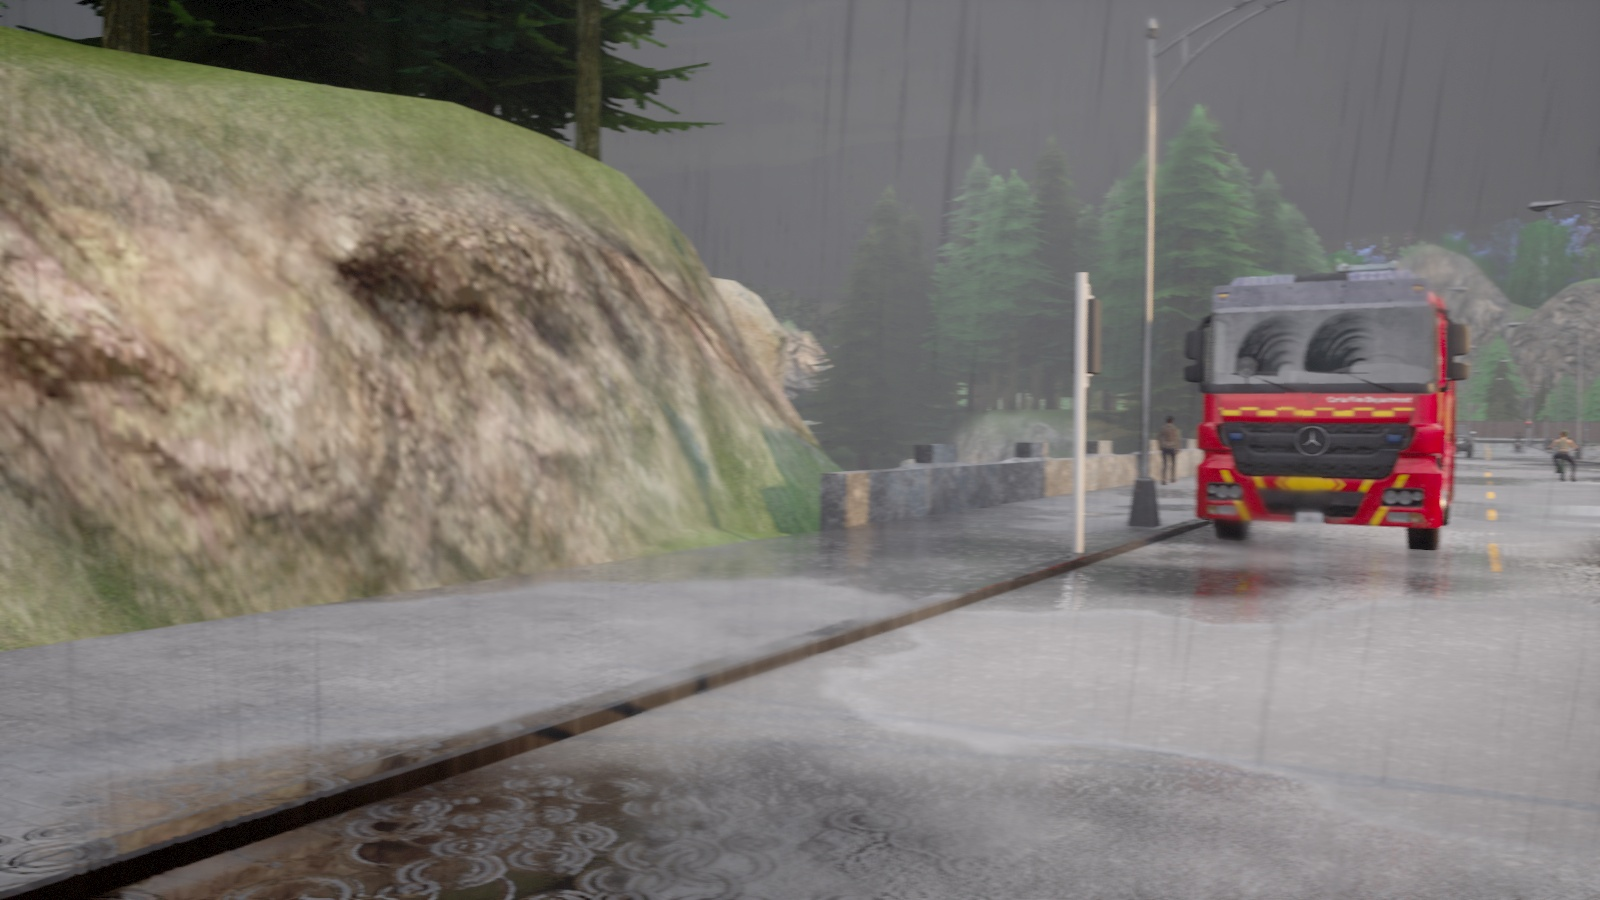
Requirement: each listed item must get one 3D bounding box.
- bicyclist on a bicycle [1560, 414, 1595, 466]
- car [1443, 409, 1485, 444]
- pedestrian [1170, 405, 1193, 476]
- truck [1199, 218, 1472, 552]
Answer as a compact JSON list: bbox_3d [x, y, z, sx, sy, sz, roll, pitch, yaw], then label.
[{"bbox_3d":[24.619,-0.330,39.797,0.866,1.612,1.509,0,1,29],"label":"bicyclist on a bicycle"},{"bbox_3d":[40.769,-1.467,77.023,2.150,2.045,5.566,0,1,29],"label":"car"},{"bbox_3d":[9.778,-0.245,32.169,0.328,1.805,0.869,0,1,32],"label":"pedestrian"},{"bbox_3d":[8.361,-0.837,18.825,2.891,3.827,8.468,0,1,29],"label":"truck"}]
